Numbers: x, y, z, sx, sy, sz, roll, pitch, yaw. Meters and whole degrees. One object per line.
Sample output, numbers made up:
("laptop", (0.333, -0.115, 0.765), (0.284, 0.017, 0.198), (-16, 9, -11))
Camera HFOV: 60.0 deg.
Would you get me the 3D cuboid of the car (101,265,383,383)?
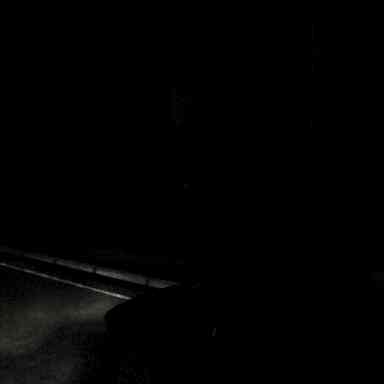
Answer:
("car", (1.250, 1.478, 3.118), (5.008, 1.535, 1.882), (0, 0, 36))
